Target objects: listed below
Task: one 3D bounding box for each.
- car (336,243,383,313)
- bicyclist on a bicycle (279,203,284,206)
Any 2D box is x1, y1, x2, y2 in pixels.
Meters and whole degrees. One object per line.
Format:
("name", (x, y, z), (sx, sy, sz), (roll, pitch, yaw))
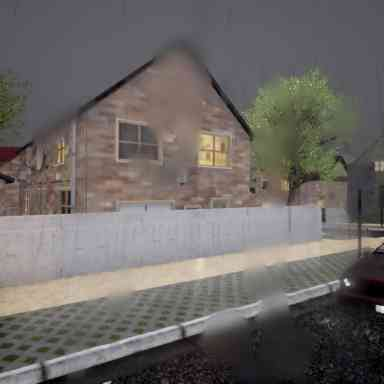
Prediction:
("car", (5.186, 1.549, 7.194), (5.357, 1.411, 2.033), (0, 0, -41))
("bicyclist on a bicycle", (8.453, 1.830, 31.272), (1.656, 1.620, 0.582), (-2, 1, -35))
